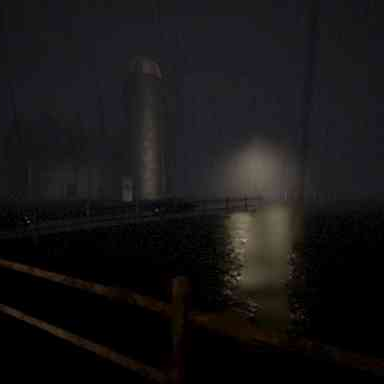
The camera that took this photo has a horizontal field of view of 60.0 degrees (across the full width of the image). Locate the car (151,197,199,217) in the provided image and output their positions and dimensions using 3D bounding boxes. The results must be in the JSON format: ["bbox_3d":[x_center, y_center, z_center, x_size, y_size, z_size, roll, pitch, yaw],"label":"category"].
[{"bbox_3d":[-1.322,1.157,27.501,2.128,1.511,4.902,0,0,35],"label":"car"}]

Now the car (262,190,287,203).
[{"bbox_3d":[12.906,0.716,51.637,2.150,2.045,5.566,0,0,38],"label":"car"}]

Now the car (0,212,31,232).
[{"bbox_3d":[-9.742,1.299,14.974,1.812,1.442,4.674,0,0,33],"label":"car"}]

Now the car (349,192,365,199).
[{"bbox_3d":[38.523,0.814,78.304,2.033,1.411,5.357,0,0,42],"label":"car"}]
